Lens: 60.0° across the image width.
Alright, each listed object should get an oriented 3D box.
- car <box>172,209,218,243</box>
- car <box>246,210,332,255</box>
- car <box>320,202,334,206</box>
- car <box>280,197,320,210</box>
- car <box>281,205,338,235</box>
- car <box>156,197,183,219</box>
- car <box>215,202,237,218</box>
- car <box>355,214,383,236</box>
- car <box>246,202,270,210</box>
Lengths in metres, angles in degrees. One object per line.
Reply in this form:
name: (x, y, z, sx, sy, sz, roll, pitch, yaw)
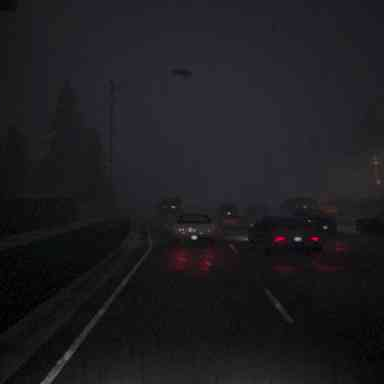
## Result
car: (0.107, 1.768, 17.177, 1.895, 1.301, 4.718, 0, -1, 0)
car: (3.606, 1.683, 13.821, 2.033, 1.411, 5.357, 0, -1, 0)
car: (14.116, 1.832, 36.326, 1.882, 1.535, 5.008, 0, -1, 0)
car: (10.616, 1.552, 33.844, 2.150, 2.045, 5.566, 0, -1, 0)
car: (7.094, 1.722, 20.017, 1.812, 1.442, 4.674, 0, -1, 0)
car: (-2.317, 1.548, 33.638, 2.150, 2.045, 5.566, 0, -1, -13)
car: (3.615, 1.844, 34.859, 1.837, 1.490, 4.892, 0, -1, 0)
car: (10.607, 1.774, 17.596, 1.895, 1.301, 4.718, 0, -1, 0)
car: (7.116, 1.831, 36.340, 1.882, 1.535, 5.008, 0, -1, 0)
